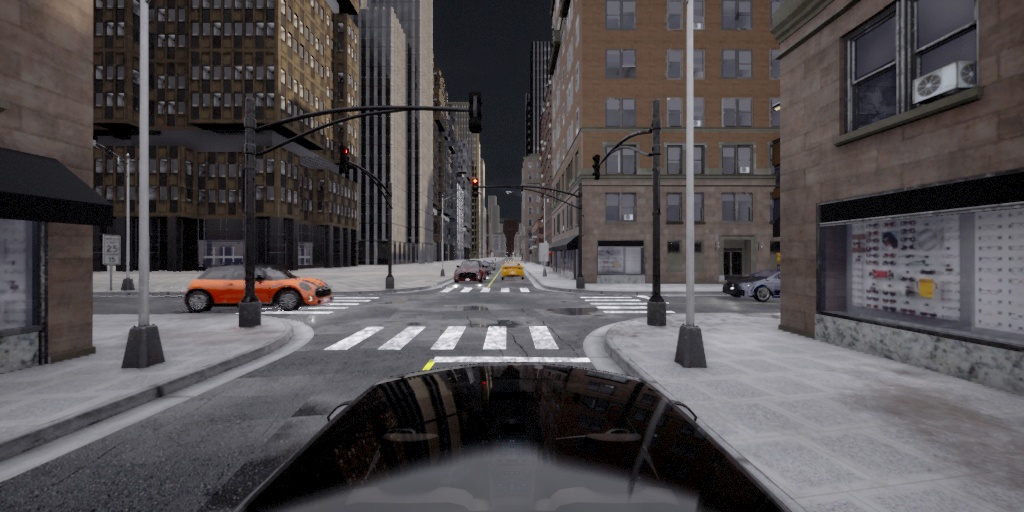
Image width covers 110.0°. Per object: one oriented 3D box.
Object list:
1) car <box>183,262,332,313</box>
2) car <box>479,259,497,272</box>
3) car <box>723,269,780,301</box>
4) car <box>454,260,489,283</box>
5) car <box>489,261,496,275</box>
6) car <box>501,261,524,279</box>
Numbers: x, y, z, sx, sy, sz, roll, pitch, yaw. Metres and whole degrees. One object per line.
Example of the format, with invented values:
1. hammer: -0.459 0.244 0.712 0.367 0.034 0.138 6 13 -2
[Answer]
1. car: -9.393 1.103 13.593 4.553 1.767 2.097 0 0 -4
2. car: -3.190 1.235 48.480 2.128 1.511 4.902 0 0 0
3. car: 12.219 1.311 16.675 4.181 1.385 1.994 0 0 -1
4. car: -3.159 1.099 27.804 2.097 1.767 4.553 0 0 0
5. car: -3.176 1.293 38.063 2.033 1.411 5.357 0 0 0
6. car: 0.052 1.224 32.648 1.882 1.535 5.008 0 0 0
